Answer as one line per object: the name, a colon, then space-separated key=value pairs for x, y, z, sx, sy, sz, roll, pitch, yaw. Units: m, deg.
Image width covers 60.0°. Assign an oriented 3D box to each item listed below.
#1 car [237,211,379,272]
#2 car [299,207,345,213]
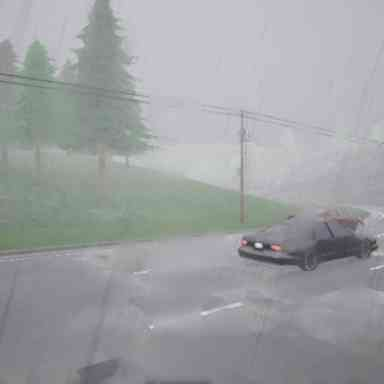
car: x=3.953 y=1.572 z=10.909 sx=5.357 sy=1.411 sz=2.033 roll=0 pitch=0 yaw=-35
car: x=7.128 y=1.519 z=17.571 sx=5.008 sy=1.535 sz=1.882 roll=0 pitch=0 yaw=-37
